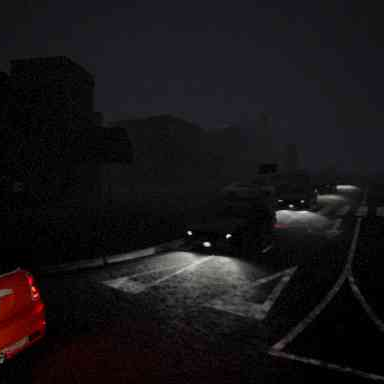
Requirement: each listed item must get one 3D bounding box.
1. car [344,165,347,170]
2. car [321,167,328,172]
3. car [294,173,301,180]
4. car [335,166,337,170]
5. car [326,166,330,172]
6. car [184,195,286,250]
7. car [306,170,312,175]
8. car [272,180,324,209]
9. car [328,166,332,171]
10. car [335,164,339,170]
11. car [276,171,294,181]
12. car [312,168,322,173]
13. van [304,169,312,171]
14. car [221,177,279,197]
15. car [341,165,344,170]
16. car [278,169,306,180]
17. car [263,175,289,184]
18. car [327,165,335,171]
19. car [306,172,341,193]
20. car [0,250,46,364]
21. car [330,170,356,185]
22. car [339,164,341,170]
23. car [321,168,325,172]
[{"bbox_3d":[33.228,-5.508,79.940,5.566,2.045,2.435,-2,4,10],"label":"car"},{"bbox_3d":[18.949,-2.808,54.461,5.008,1.535,2.097,-2,4,9],"label":"car"},{"bbox_3d":[9.013,-0.967,36.508,4.792,1.488,2.163,-2,5,9],"label":"car"},{"bbox_3d":[26.086,-4.050,67.229,4.674,1.452,2.002,-2,4,9],"label":"car"},{"bbox_3d":[20.382,-3.064,57.009,4.892,1.521,2.231,-2,5,9],"label":"car"},{"bbox_3d":[1.783,1.116,12.789,2.033,1.411,5.357,1,3,30],"label":"car"},{"bbox_3d":[11.866,-1.516,41.658,5.008,1.535,2.097,-2,4,9],"label":"car"},{"bbox_3d":[7.378,0.245,22.802,2.033,1.411,5.357,0,5,29],"label":"car"},{"bbox_3d":[21.808,-3.322,59.559,4.892,1.521,2.231,-2,5,9],"label":"car"},{"bbox_3d":[27.540,-4.460,69.748,4.553,1.767,2.185,-2,4,10],"label":"car"},{"bbox_3d":[7.651,-0.864,33.910,4.553,1.767,2.185,-2,5,9],"label":"car"},{"bbox_3d":[14.885,-2.043,46.754,5.366,1.575,1.946,-2,4,9],"label":"car"},{"bbox_3d":[13.160,-1.995,44.223,4.442,1.987,1.878,-2,5,9],"label":"van"},{"bbox_3d":[4.805,-0.179,28.776,4.674,1.452,2.002,-2,4,9],"label":"car"},{"bbox_3d":[31.646,-5.035,77.441,5.366,1.575,1.946,-2,4,10],"label":"car"},{"bbox_3d":[10.479,-1.383,39.062,4.553,1.767,2.185,-2,5,9],"label":"car"},{"bbox_3d":[6.246,-0.450,31.350,4.792,1.488,2.163,-2,4,9],"label":"car"},{"bbox_3d":[23.233,-3.582,62.115,5.008,1.535,2.097,-2,5,9],"label":"car"},{"bbox_3d":[12.811,-0.791,32.301,1.882,1.535,5.008,1,5,31],"label":"car"},{"bbox_3d":[-4.297,1.304,4.188,4.553,1.767,2.097,0,1,15],"label":"car"},{"bbox_3d":[18.373,-1.589,40.717,1.994,1.385,4.181,1,6,33],"label":"car"},{"bbox_3d":[28.959,-4.576,72.313,5.008,1.535,2.097,-2,4,10],"label":"car"},{"bbox_3d":[17.566,-2.521,51.897,4.792,1.488,2.163,-2,4,9],"label":"car"}]
